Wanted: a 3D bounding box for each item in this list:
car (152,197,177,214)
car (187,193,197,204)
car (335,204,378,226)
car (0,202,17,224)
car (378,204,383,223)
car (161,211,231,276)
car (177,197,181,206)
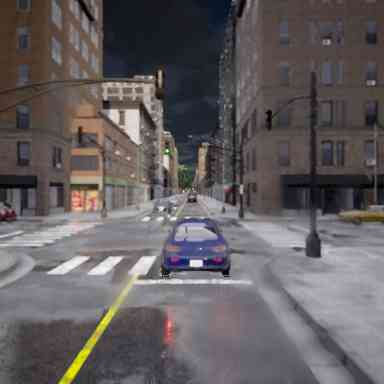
[{"bbox_3d":[-3.083,1.482,35.502,2.128,1.511,4.902,0,0,0],"label":"car"},{"bbox_3d":[0.020,1.439,65.071,1.882,1.535,5.008,0,0,0],"label":"car"},{"bbox_3d":[12.430,1.513,22.894,4.829,1.417,1.752,0,0,1],"label":"car"},{"bbox_3d":[-14.594,1.423,23.184,4.097,1.590,1.967,0,0,1],"label":"car"},{"bbox_3d":[14.560,1.485,20.303,4.902,1.511,2.128,0,0,1],"label":"car"},{"bbox_3d":[0.102,1.525,10.209,1.812,1.442,4.674,0,0,0],"label":"car"},{"bbox_3d":[-3.057,1.504,49.809,1.812,1.442,4.674,0,0,0],"label":"car"}]
